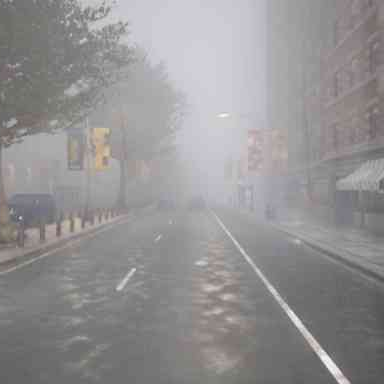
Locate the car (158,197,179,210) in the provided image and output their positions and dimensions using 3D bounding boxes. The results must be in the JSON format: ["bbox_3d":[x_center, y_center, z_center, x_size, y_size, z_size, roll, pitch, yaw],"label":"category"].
[{"bbox_3d":[-2.977,1.344,39.860,1.882,1.535,5.008,0,0,1],"label":"car"}]

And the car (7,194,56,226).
[{"bbox_3d":[-11.344,1.144,22.848,2.150,2.045,5.566,0,0,1],"label":"car"}]

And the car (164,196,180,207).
[{"bbox_3d":[-2.953,1.380,49.670,2.033,1.411,5.357,0,0,1],"label":"car"}]

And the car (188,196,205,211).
[{"bbox_3d":[0.527,1.469,39.250,1.895,1.301,4.718,0,0,1],"label":"car"}]
